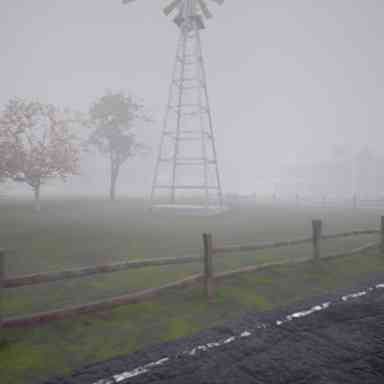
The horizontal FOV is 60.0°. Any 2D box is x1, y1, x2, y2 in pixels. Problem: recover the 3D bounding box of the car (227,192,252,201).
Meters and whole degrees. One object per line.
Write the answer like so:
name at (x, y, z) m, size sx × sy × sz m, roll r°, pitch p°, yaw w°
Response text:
car at (8.094, 0.703, 56.751) m, size 1.882 × 1.535 × 5.008 m, roll 1°, pitch 0°, yaw -35°
